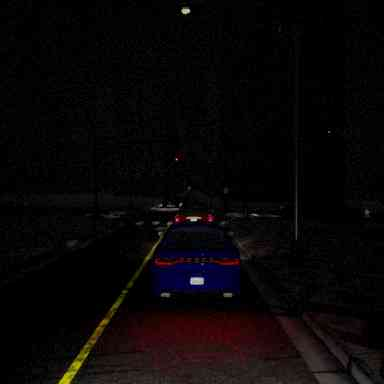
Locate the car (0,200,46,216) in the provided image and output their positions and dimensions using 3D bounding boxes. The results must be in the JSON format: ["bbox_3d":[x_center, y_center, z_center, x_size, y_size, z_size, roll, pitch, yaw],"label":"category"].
[{"bbox_3d":[-14.784,1.367,28.293,4.403,1.369,2.008,1,-1,0],"label":"car"}]

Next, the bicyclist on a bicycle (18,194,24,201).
[{"bbox_3d":[-20.511,1.030,39.775,0.582,1.620,1.656,1,0,0],"label":"bicyclist on a bicycle"}]

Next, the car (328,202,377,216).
[{"bbox_3d":[17.773,1.842,36.925,4.403,1.369,2.008,1,-1,0],"label":"car"}]

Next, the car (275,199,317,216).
[{"bbox_3d":[10.940,1.539,34.247,4.553,1.767,2.097,1,0,0],"label":"car"}]

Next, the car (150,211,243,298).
[{"bbox_3d":[0.098,1.477,8.556,1.882,1.535,5.008,0,0,0],"label":"car"}]

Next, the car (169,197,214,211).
[{"bbox_3d":[0.114,1.352,17.710,2.097,1.767,4.553,0,0,1],"label":"car"}]

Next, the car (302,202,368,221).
[{"bbox_3d":[12.125,1.775,28.398,4.313,1.339,1.947,1,-1,0],"label":"car"}]

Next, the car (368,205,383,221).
[{"bbox_3d":[17.938,1.824,28.401,4.829,1.417,1.752,1,-1,0],"label":"car"}]

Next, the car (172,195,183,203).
[{"bbox_3d":[-3.034,1.493,69.502,2.128,1.511,4.902,0,0,0],"label":"car"}]

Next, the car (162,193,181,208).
[{"bbox_3d":[-3.111,1.222,49.351,2.150,2.045,5.566,0,0,0],"label":"car"}]

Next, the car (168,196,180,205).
[{"bbox_3d":[-3.101,1.526,59.183,1.812,1.442,4.674,0,0,1],"label":"car"}]
